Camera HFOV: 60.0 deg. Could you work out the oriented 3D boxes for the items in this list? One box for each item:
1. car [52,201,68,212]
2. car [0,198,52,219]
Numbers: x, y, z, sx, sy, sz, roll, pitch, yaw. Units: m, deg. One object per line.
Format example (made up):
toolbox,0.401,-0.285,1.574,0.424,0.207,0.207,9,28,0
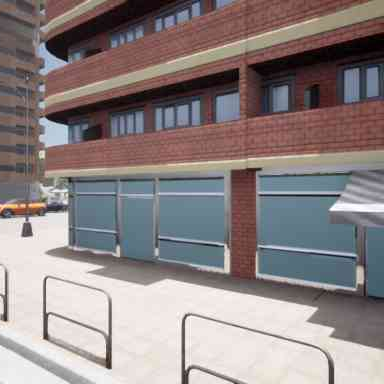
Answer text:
car,-15.362,1.600,35.776,1.895,1.301,4.718,0,0,36
car,-15.468,1.351,29.690,2.097,1.767,4.553,0,0,36
